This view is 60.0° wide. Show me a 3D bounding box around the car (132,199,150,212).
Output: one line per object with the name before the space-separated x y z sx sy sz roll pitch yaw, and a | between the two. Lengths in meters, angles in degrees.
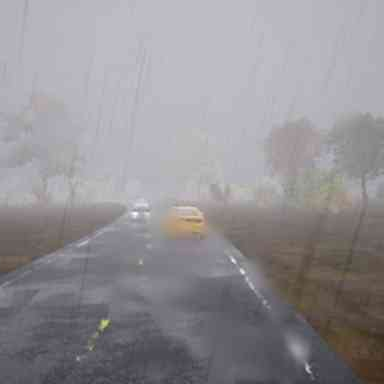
car | -5.990 1.590 39.659 1.812 1.442 4.674 0 0 -9

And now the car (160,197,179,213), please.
car | -2.508 1.401 37.645 2.097 1.767 4.553 0 0 -8

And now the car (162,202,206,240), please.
car | -0.393 1.485 17.111 1.882 1.535 5.008 0 0 -3
